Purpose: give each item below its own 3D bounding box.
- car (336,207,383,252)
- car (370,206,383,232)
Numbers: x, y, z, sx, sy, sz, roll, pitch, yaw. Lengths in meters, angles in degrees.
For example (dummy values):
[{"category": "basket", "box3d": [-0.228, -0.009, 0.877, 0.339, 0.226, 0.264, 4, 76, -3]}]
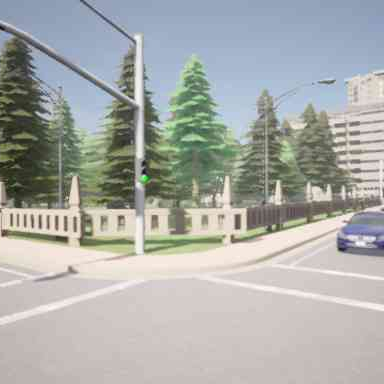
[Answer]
[{"category": "car", "box3d": [7.290, 1.542, 13.460, 1.812, 1.442, 4.674, -1, 0, 38]}, {"category": "car", "box3d": [12.587, 1.616, 20.867, 1.895, 1.301, 4.718, -1, 0, 35]}]
